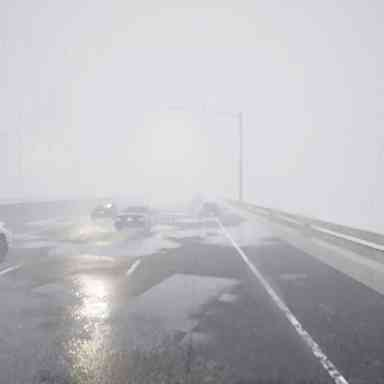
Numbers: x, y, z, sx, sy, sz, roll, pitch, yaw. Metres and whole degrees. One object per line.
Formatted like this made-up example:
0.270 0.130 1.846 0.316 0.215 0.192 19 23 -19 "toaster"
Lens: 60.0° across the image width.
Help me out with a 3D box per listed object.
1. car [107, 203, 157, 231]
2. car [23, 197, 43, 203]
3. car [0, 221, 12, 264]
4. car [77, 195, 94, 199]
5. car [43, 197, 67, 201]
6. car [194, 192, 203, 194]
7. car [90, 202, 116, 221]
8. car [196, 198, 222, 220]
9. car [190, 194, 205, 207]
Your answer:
-3.268 1.492 20.054 2.033 1.411 5.357 0 0 1 "car"
-23.793 1.450 50.431 1.994 1.385 4.181 0 0 2 "car"
-6.870 1.196 8.305 2.150 2.045 5.566 0 0 0 "car"
-16.745 1.235 52.053 2.097 1.767 4.553 0 0 2 "car"
-20.297 1.449 50.463 1.994 1.385 4.181 0 0 2 "car"
1.374 0.996 68.089 2.150 2.045 5.566 0 0 2 "car"
-6.669 1.493 26.801 1.994 1.385 4.181 0 0 1 "car"
1.454 1.455 27.128 1.812 1.442 4.674 0 0 1 "car"
0.750 1.395 48.884 1.837 1.490 4.892 0 1 2 "car"
